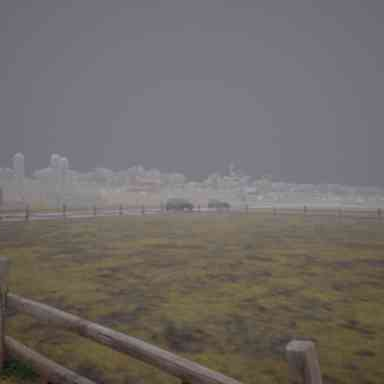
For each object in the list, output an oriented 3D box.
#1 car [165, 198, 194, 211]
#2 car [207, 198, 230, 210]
[{"bbox_3d":[-1.871,1.979,52.962,2.150,2.045,5.566,2,0,36],"label":"car"},{"bbox_3d":[4.968,2.192,62.542,2.150,2.045,5.566,2,0,36],"label":"car"}]
